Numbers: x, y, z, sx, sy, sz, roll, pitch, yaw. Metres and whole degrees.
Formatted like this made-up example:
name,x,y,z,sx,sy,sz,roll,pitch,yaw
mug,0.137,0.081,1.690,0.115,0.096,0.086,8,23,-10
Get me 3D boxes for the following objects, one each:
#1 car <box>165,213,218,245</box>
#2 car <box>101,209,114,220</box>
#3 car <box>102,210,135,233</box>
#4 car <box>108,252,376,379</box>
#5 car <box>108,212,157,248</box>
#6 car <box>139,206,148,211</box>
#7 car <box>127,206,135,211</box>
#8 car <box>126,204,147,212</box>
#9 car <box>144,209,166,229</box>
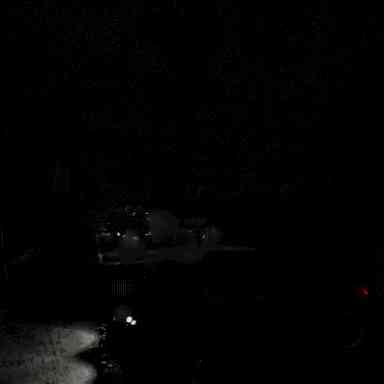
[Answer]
name,x,y,z,sx,sy,sz,roll,pitch,yaw
car,-0.035,2.139,19.273,1.812,1.442,4.674,0,-2,-17
car,-10.241,2.859,41.146,2.128,1.511,4.902,0,-2,-16
car,-5.990,2.458,26.933,1.994,1.385,4.181,0,-2,-17
car,0.758,1.741,5.517,4.181,1.385,1.994,0,-2,-13
car,-3.422,2.113,18.380,1.837,1.490,4.892,0,-2,-17
car,-13.233,4.488,91.032,2.033,1.411,5.357,0,-2,-13
car,-16.632,4.540,90.199,1.895,1.301,4.718,0,-2,-13
car,-6.656,2.704,41.374,2.097,1.767,4.553,0,-2,-16
car,-2.597,2.423,27.797,1.812,1.442,4.674,0,-2,-17
